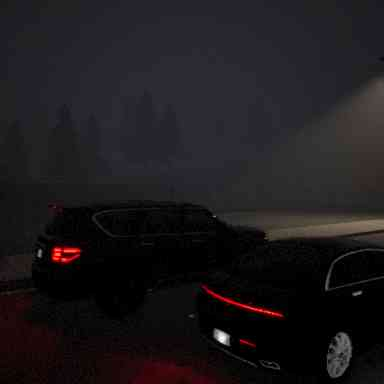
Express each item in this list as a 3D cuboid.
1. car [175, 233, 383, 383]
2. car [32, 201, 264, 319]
[{"bbox_3d":[2.324,1.503,5.403,4.892,1.490,1.837,0,0,-36],"label":"car"},{"bbox_3d":[-0.585,1.220,7.627,5.566,2.045,2.150,0,0,-36],"label":"car"}]
